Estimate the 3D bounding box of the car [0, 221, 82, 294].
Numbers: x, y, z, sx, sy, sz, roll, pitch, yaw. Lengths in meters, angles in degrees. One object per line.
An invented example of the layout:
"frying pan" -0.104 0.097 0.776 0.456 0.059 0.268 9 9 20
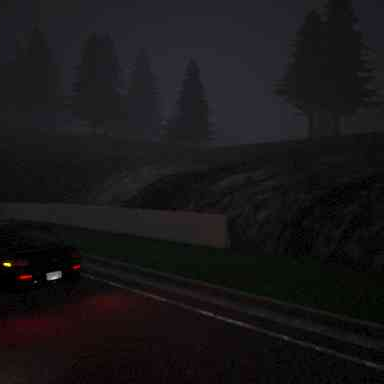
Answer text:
"car" -4.431 1.424 7.920 4.674 1.442 1.812 1 1 40
